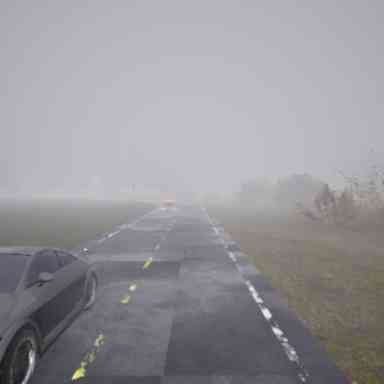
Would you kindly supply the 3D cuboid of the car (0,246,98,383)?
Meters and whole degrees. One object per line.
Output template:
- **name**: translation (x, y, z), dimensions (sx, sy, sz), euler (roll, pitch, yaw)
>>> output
- **car**: translation (-2.851, 1.552, 4.923), dimensions (1.994, 1.385, 4.181), euler (0, 0, 0)

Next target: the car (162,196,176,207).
- **car**: translation (-3.254, 1.322, 47.326), dimensions (1.882, 1.535, 5.008), euler (0, 0, -5)

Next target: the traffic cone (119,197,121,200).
- **traffic cone**: translation (-17.735, 1.573, 82.308), dimensions (0.340, 0.580, 0.340), euler (1, 0, -38)
